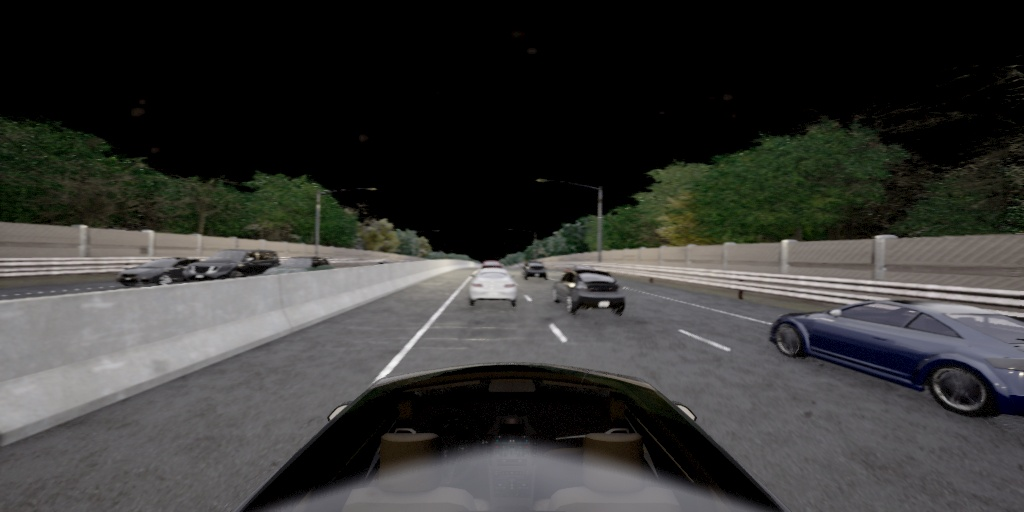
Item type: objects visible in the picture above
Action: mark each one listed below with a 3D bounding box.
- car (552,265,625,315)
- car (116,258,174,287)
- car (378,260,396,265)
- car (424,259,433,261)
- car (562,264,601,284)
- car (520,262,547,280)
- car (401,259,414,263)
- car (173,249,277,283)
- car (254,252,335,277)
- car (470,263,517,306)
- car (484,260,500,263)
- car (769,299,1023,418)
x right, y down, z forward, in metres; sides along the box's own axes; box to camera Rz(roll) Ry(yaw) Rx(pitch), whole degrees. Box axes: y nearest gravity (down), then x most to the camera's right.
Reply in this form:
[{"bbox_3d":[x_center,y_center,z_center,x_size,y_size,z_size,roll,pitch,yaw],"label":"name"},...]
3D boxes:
[{"bbox_3d":[2.788,1.274,13.806,1.837,1.490,4.892,1,0,-3],"label":"car"},{"bbox_3d":[-18.806,0.841,19.858,1.837,1.490,4.892,1,0,-3],"label":"car"},{"bbox_3d":[-21.209,1.245,60.937,1.895,1.301,4.718,1,-1,-3],"label":"car"},{"bbox_3d":[-14.230,1.254,61.376,1.882,1.535,5.008,1,-1,-3],"label":"car"},{"bbox_3d":[5.411,1.377,28.478,1.895,1.301,4.718,1,0,-3],"label":"car"},{"bbox_3d":[1.803,1.211,30.213,1.837,1.490,4.892,1,0,-3],"label":"car"},{"bbox_3d":[-17.724,1.273,61.187,1.994,1.385,4.181,1,-1,-3],"label":"car"},{"bbox_3d":[-15.314,0.623,20.162,2.150,2.045,5.566,1,0,-3],"label":"car"},{"bbox_3d":[-11.812,0.821,20.199,2.097,1.767,4.553,1,0,-3],"label":"car"},{"bbox_3d":[-0.812,1.221,15.381,1.812,1.442,4.674,1,0,-3],"label":"car"},{"bbox_3d":[-1.786,1.116,31.622,1.882,1.535,5.008,1,0,-3],"label":"car"},{"bbox_3d":[6.744,1.433,6.193,1.994,1.385,4.181,1,0,-4],"label":"car"}]
